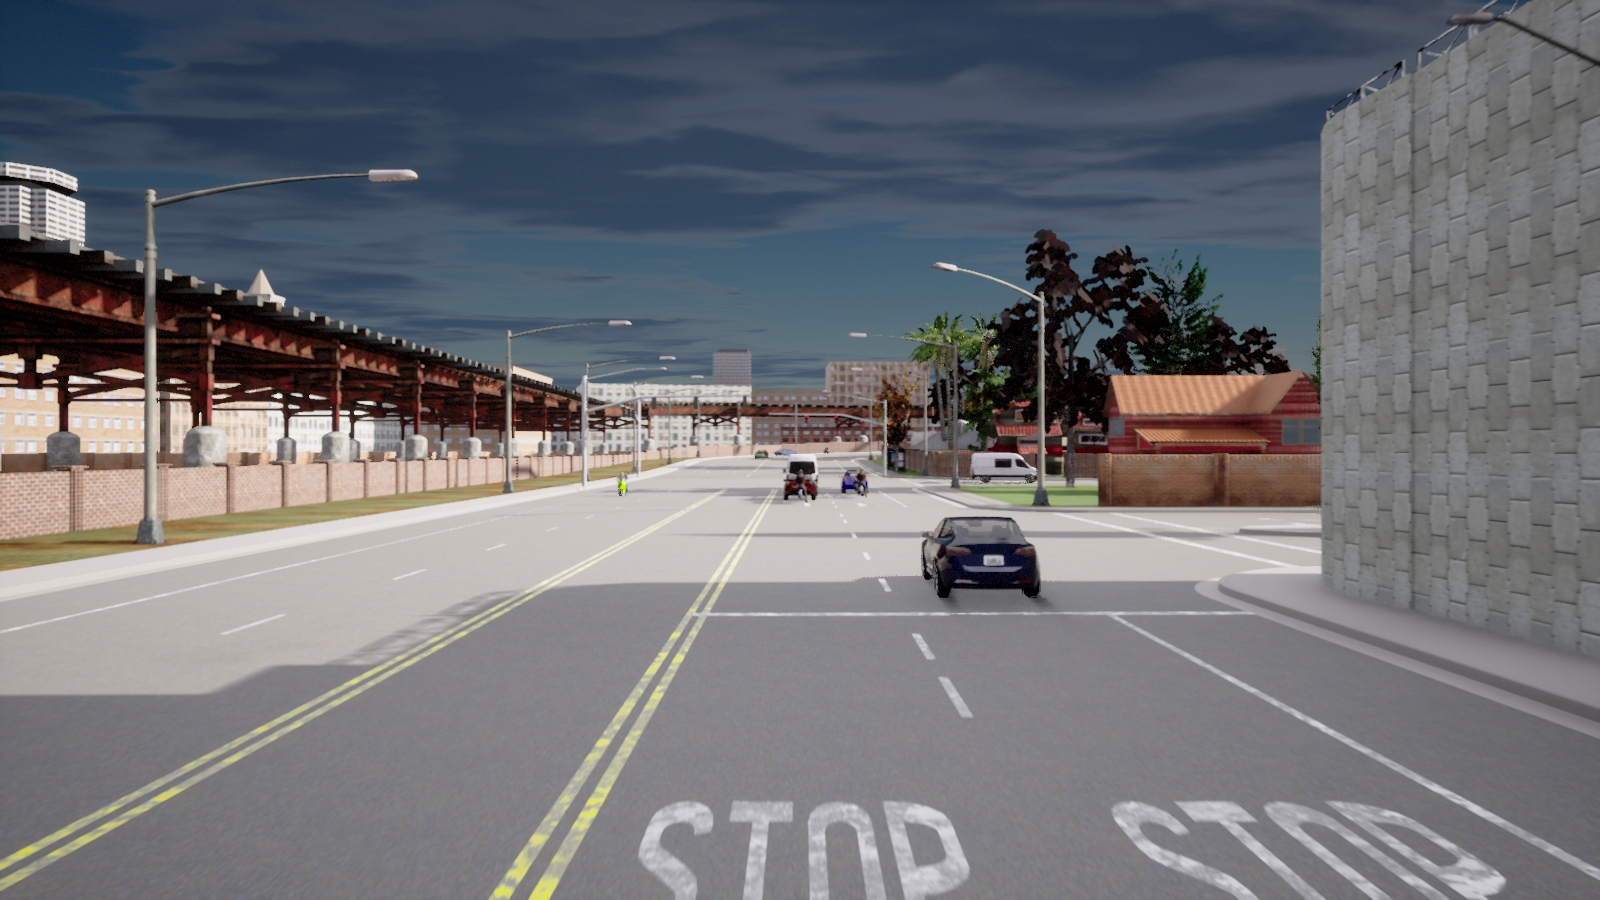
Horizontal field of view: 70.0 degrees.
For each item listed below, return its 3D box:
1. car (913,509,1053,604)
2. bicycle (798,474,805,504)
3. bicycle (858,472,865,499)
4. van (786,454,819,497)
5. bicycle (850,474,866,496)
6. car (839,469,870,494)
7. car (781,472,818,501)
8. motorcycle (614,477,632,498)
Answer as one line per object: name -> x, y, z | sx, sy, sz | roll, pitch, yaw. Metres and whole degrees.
car -> 3.559, 2.060, 23.187 | 2.163, 1.488, 4.792 | 0, 0, 1
bicycle -> 0.078, 2.039, 59.485 | 0.329, 1.496, 1.835 | -1, 0, 0
bicycle -> 3.539, 2.040, 65.768 | 0.329, 1.496, 1.835 | 0, 0, 0
van -> 0.101, 1.526, 71.671 | 1.988, 2.561, 5.915 | 0, 0, -1
bicycle -> 3.531, 2.138, 69.396 | 0.859, 1.301, 1.487 | 0, 0, -1
car -> 3.501, 2.030, 73.991 | 1.845, 1.501, 3.633 | 0, 0, 0
car -> -0.008, 2.033, 64.691 | 2.007, 1.525, 4.514 | 0, 0, 0
motorcycle -> -10.467, 2.205, 67.610 | 0.803, 1.145, 2.033 | 0, 0, 0
